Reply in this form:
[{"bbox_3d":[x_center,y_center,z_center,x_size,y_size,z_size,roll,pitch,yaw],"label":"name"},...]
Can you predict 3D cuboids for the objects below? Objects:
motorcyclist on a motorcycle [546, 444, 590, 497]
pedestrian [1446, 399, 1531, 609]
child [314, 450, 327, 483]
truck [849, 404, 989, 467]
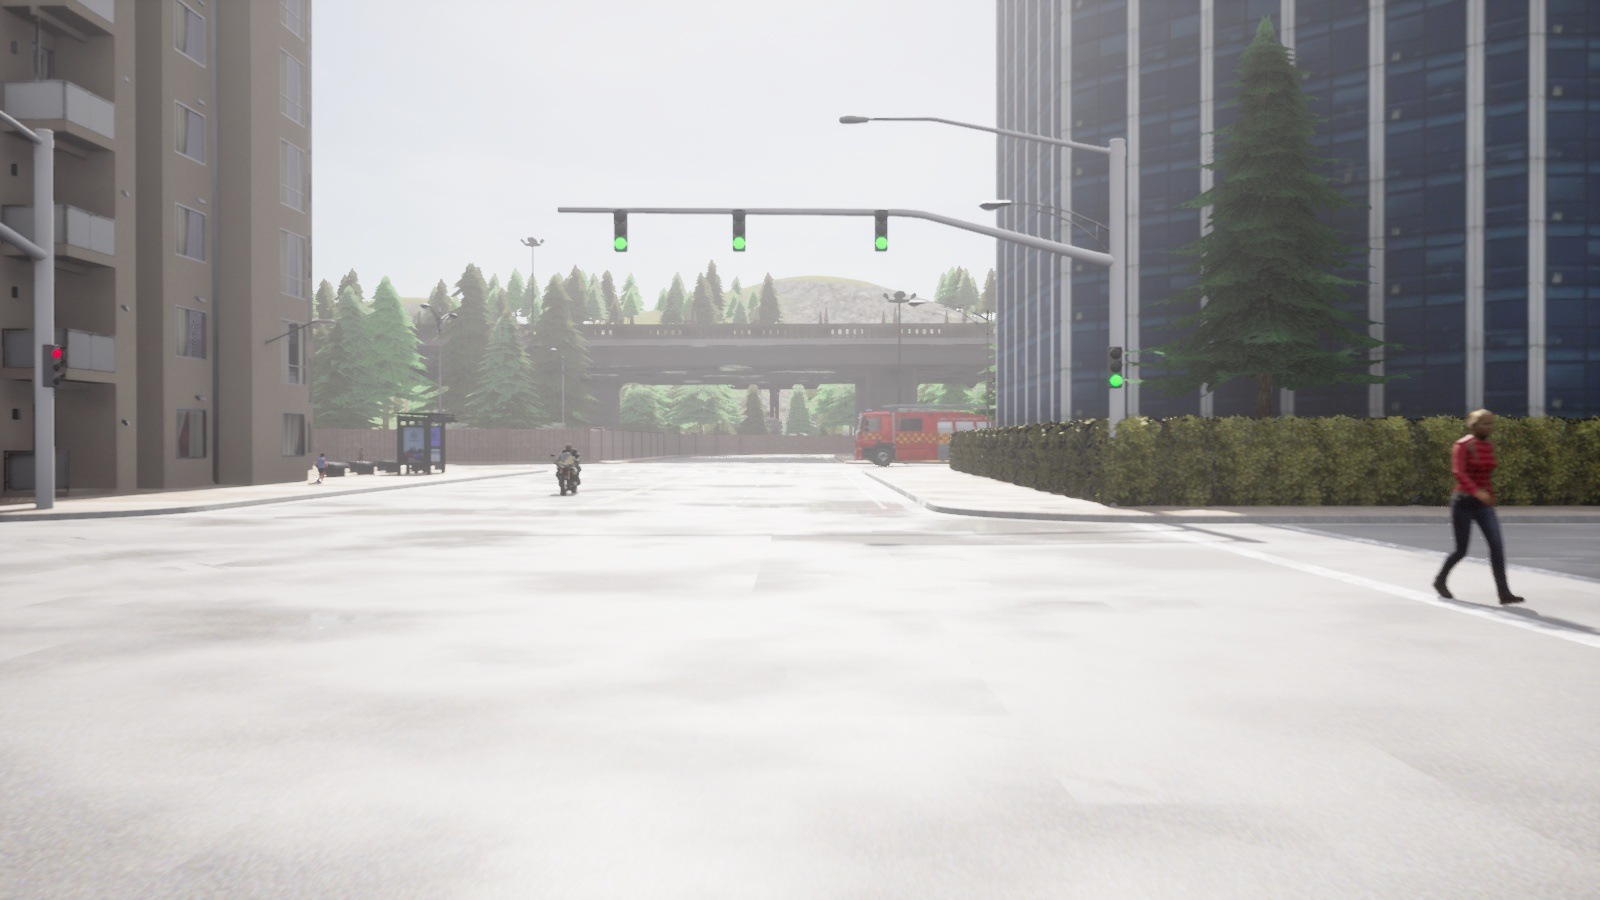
[{"bbox_3d":[-6.775,0.576,36.733,0.866,1.530,2.191,0,0,0],"label":"motorcyclist on a motorcycle"},{"bbox_3d":[6.215,0.473,11.353,0.331,1.846,0.636,0,0,-13],"label":"pedestrian"},{"bbox_3d":[-15.877,0.546,41.564,0.255,1.110,0.394,0,0,8],"label":"child"},{"bbox_3d":[7.347,-0.883,78.295,8.468,3.827,2.891,0,0,0],"label":"truck"}]
